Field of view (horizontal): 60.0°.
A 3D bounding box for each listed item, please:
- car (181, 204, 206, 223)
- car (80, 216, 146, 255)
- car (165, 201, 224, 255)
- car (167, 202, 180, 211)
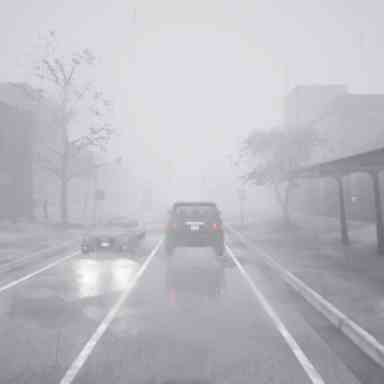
[{"bbox_3d":[0.099,1.897,30.841,2.128,1.511,4.902,0,-1,0],"label":"car"},{"bbox_3d":[-3.100,1.708,13.822,1.994,1.385,4.181,0,-1,0],"label":"car"},{"bbox_3d":[0.101,1.370,14.133,2.150,2.045,5.566,0,-1,0],"label":"car"},{"bbox_3d":[-3.054,2.370,55.628,1.895,1.301,4.718,0,-1,1],"label":"car"}]
